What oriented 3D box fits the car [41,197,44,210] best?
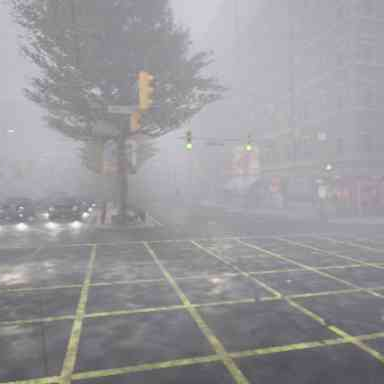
[{"bbox_3d":[-15.568,1.295,34.851,1.837,1.490,4.892,0,0,-14],"label":"car"}]

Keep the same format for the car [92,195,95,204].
[{"bbox_3d":[-14.271,1.204,44.010,2.128,1.511,4.902,0,0,-14],"label":"car"}]

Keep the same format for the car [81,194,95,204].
[{"bbox_3d":[-16.751,1.124,53.796,1.882,1.535,5.008,0,0,-14],"label":"car"}]

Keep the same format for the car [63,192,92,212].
[{"bbox_3d":[-11.898,1.129,34.526,2.097,1.767,4.553,0,0,-14],"label":"car"}]

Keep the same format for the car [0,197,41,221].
[{"bbox_3d":[-13.138,1.210,24.966,2.097,1.767,4.553,0,0,-14],"label":"car"}]

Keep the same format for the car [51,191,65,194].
[{"bbox_3d":[-18.188,0.942,45.210,2.150,2.045,5.566,0,0,-14],"label":"car"}]

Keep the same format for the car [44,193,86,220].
[{"bbox_3d":[-9.794,1.187,26.007,2.097,1.767,4.553,0,0,-14],"label":"car"}]

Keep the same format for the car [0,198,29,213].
[{"bbox_3d":[-19.136,1.394,35.732,1.895,1.301,4.718,0,0,-14],"label":"car"}]
